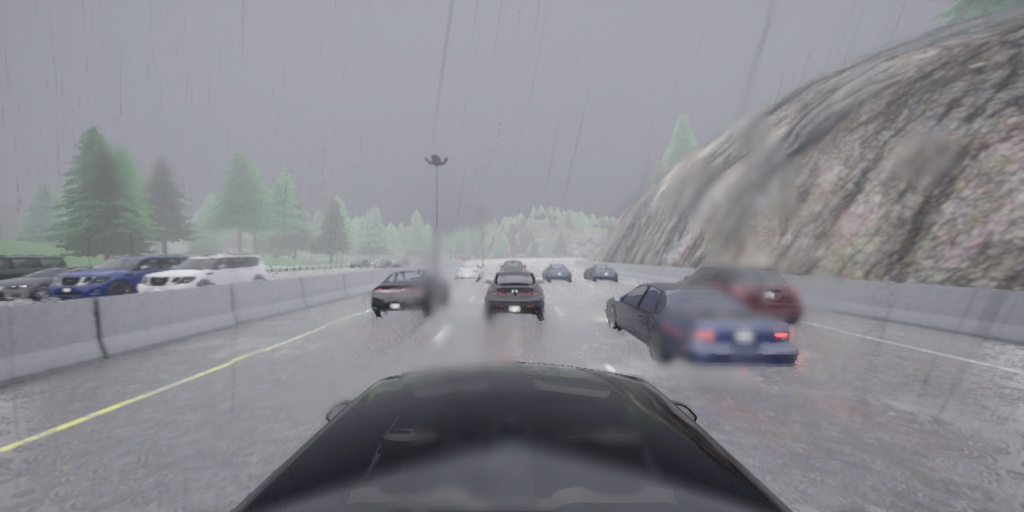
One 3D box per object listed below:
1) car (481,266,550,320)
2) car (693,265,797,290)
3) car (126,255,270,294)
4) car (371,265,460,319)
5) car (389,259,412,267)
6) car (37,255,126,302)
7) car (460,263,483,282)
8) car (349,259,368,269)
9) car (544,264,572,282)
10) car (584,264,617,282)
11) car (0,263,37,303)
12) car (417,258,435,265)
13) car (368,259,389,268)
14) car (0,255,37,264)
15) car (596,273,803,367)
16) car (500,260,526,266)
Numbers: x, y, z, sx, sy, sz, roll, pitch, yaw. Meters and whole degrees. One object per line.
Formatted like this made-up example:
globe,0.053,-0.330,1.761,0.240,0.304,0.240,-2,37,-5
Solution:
car,0.094,1.262,12.643,1.837,1.490,4.892,0,0,0
car,7.093,1.108,11.980,2.097,1.767,4.553,0,0,0
car,-14.106,0.982,16.983,2.150,2.045,5.566,0,0,0
car,-3.406,1.249,12.895,2.128,1.511,4.902,0,0,0
car,-17.474,1.295,57.414,1.837,1.490,4.892,0,0,2
car,-17.608,0.982,16.950,2.150,2.045,5.566,0,0,0
car,-3.427,1.294,29.524,1.812,1.442,4.674,0,0,0
car,-24.449,1.293,57.885,1.837,1.490,4.892,0,0,2
car,3.586,1.332,29.013,1.994,1.385,4.181,0,0,0
car,7.086,1.331,28.931,1.994,1.385,4.181,0,0,0
car,-21.107,1.253,17.018,2.128,1.511,4.902,0,0,0
car,-13.932,1.141,58.647,2.097,1.767,4.553,0,0,2
car,-20.925,1.281,58.433,2.128,1.511,4.902,0,0,2
car,-24.606,0.984,16.866,2.150,2.045,5.566,0,0,0
car,3.596,1.301,8.053,2.033,1.411,5.357,0,0,0
car,0.086,1.120,28.193,2.097,1.767,4.553,0,0,0
